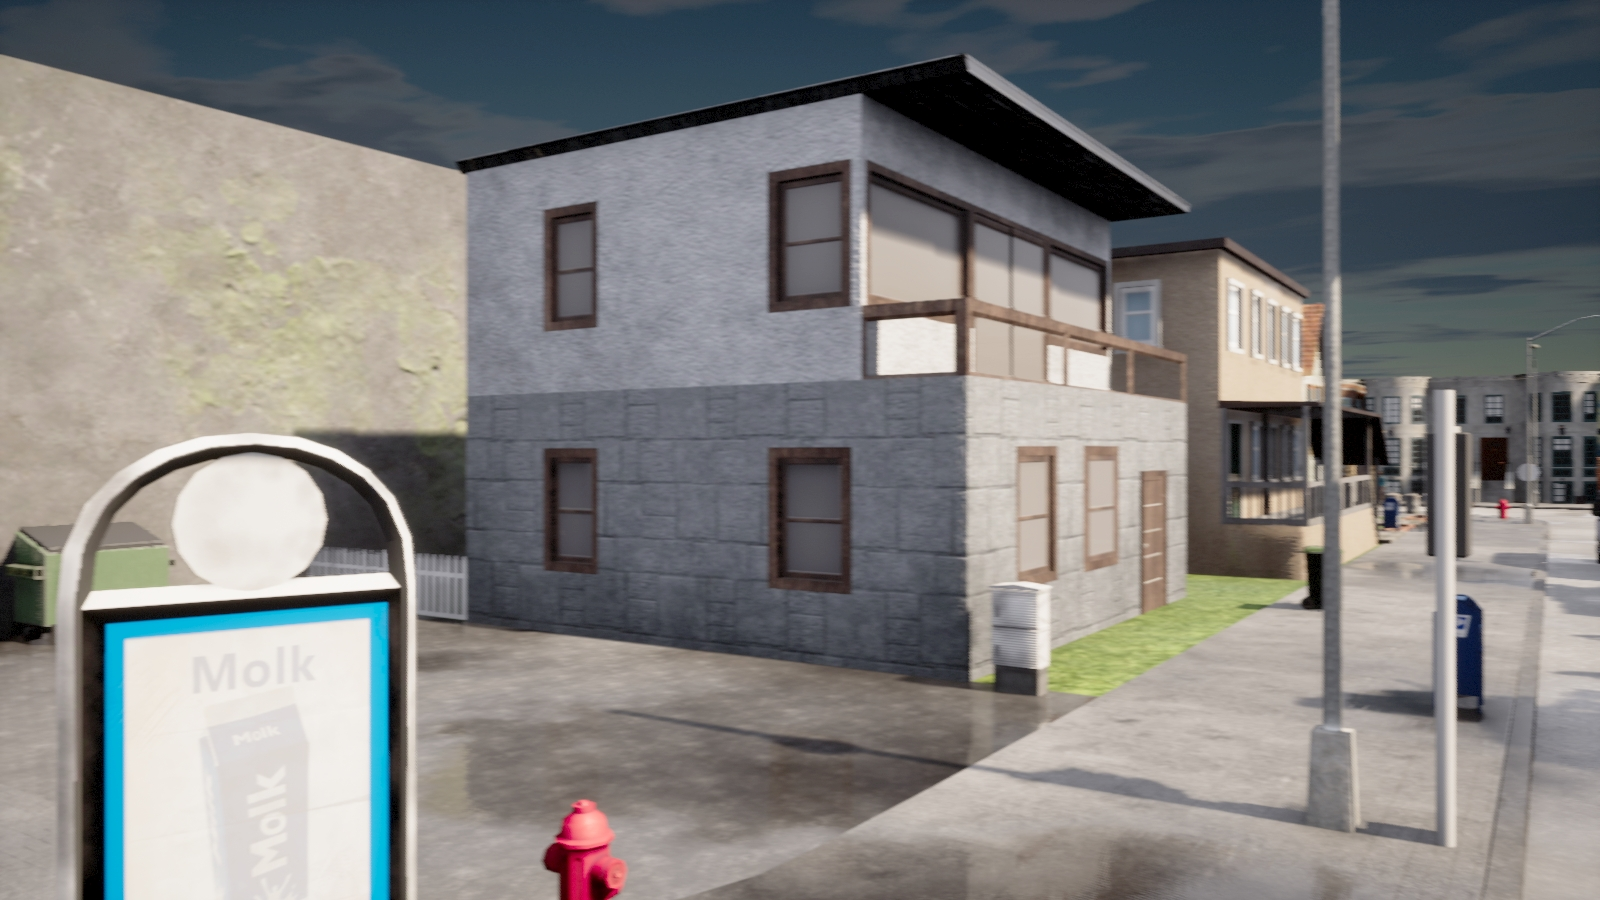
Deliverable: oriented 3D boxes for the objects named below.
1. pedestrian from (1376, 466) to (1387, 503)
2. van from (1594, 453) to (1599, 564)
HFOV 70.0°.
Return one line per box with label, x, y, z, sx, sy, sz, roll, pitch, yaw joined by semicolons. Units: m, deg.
pedestrian;28.868;1.703;56.739;0.375;1.860;0.375;0;0;45
van;19.738;1.342;26.509;1.988;2.561;5.915;0;0;33
